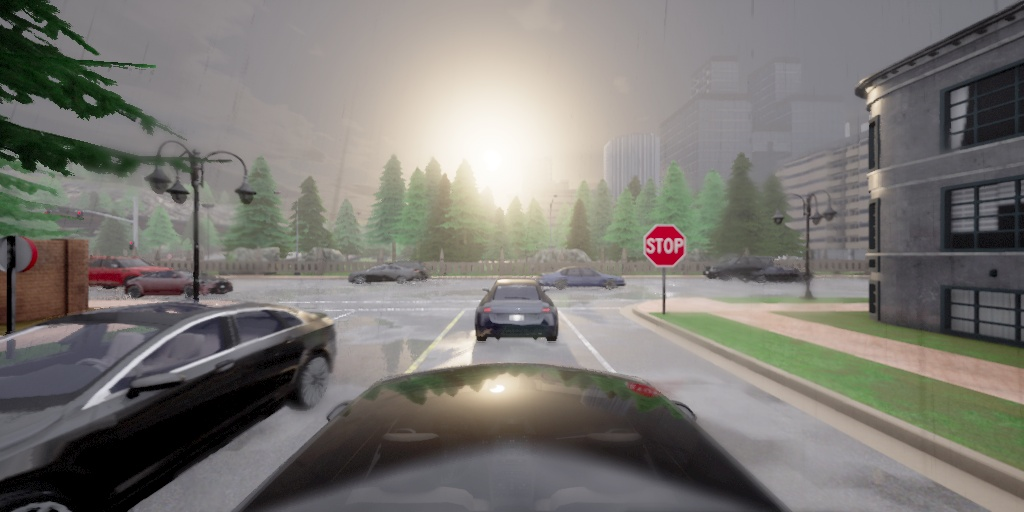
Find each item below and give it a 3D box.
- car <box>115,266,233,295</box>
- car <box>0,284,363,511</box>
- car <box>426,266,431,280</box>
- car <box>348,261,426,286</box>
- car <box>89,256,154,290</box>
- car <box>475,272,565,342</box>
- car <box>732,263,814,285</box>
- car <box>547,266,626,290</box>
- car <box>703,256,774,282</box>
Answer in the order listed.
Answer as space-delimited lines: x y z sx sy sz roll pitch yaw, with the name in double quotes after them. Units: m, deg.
-16.589 1.372 18.007 4.181 1.385 1.994 0 0 -2 "car"
-3.515 1.243 3.357 2.128 1.511 4.902 0 0 1 "car"
-8.926 1.173 29.009 4.553 1.767 2.097 0 0 -2 "car"
-9.015 1.308 25.504 4.902 1.511 2.128 0 0 -2 "car"
-23.256 1.032 21.260 5.566 2.045 2.150 0 0 -2 "car"
0.120 1.324 9.851 1.994 1.385 4.181 0 0 0 "car"
19.421 1.419 26.604 4.718 1.301 1.895 0 0 -2 "car"
4.221 1.360 22.315 5.357 1.411 2.033 0 0 -2 "car"
19.101 1.044 30.095 5.566 2.045 2.150 0 0 -2 "car"
